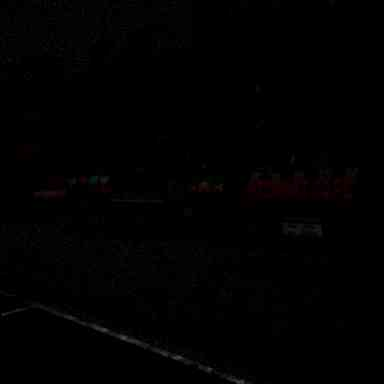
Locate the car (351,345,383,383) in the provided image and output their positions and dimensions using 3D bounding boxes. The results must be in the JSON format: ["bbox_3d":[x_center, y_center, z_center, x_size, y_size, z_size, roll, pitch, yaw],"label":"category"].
[{"bbox_3d":[2.965,1.328,0.711,5.009,1.841,2.192,0,0,36],"label":"car"}]
